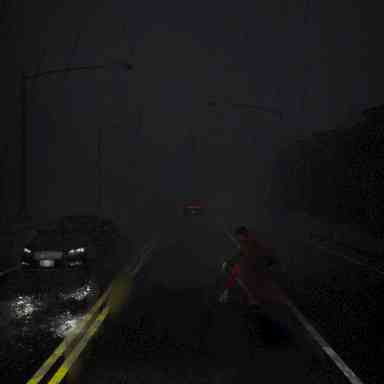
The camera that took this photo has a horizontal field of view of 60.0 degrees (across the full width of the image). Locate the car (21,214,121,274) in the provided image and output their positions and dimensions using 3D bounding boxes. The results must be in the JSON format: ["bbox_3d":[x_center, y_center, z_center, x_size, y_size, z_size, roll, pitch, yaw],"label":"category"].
[{"bbox_3d":[-3.569,1.491,10.644,2.128,1.511,4.902,0,0,0],"label":"car"}]

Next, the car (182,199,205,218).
[{"bbox_3d":[0.147,1.490,30.366,2.128,1.511,4.902,0,0,0],"label":"car"}]

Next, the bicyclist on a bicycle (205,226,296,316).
[{"bbox_3d":[1.054,1.452,6.021,1.656,1.620,0.582,0,0,0],"label":"bicyclist on a bicycle"}]

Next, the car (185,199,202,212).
[{"bbox_3d":[0.154,1.564,40.394,1.994,1.385,4.181,0,0,0],"label":"car"}]
